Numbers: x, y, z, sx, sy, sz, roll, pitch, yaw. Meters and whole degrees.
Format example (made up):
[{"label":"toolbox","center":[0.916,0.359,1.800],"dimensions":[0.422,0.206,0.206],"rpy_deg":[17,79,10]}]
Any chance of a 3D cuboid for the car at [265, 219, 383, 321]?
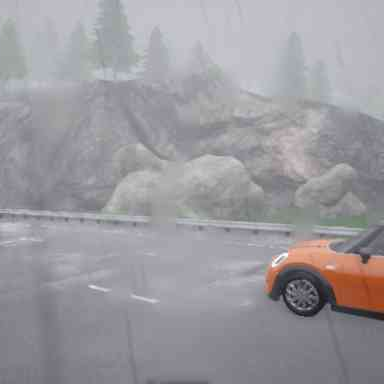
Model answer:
[{"label":"car","center":[3.602,1.236,5.712],"dimensions":[4.553,1.767,2.097],"rpy_deg":[0,1,35]}]
